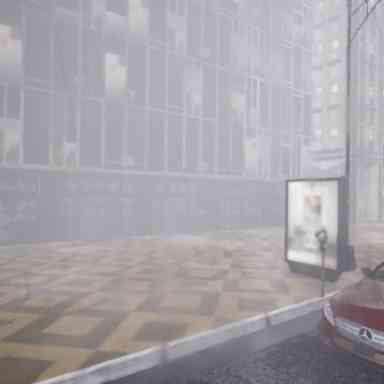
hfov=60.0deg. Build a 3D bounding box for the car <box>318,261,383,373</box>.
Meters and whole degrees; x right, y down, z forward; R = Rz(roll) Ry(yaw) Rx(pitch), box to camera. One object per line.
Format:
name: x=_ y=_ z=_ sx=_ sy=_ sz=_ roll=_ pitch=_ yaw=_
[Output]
car: x=3.690 y=1.580 z=5.040 sx=4.206 sy=1.307 sz=1.802 roll=0 pitch=1 yaw=-35
